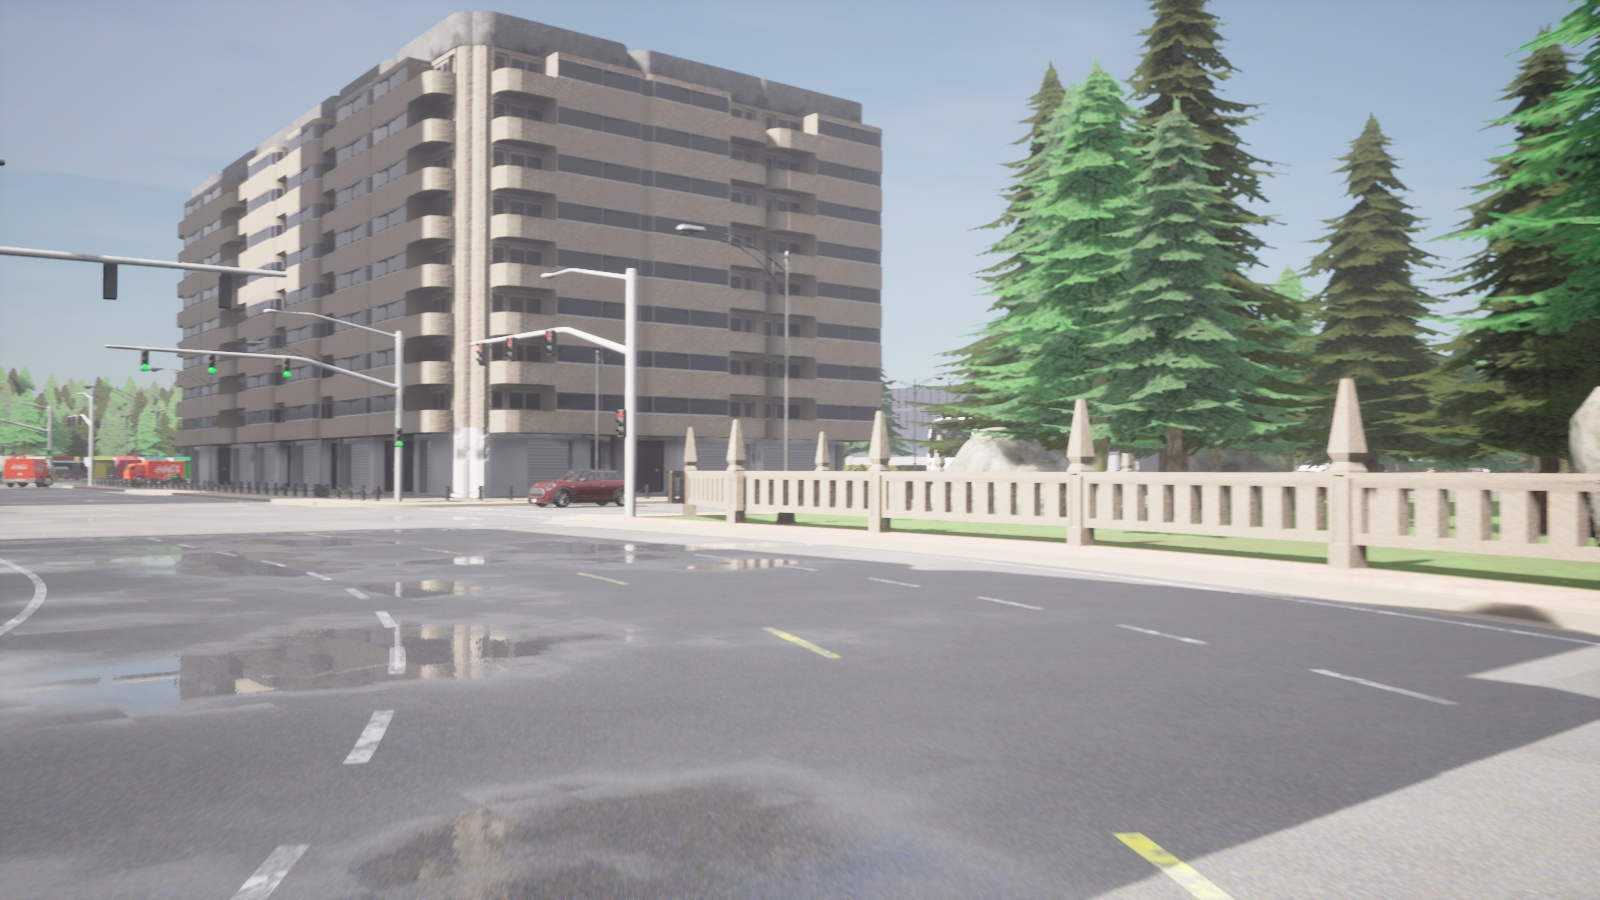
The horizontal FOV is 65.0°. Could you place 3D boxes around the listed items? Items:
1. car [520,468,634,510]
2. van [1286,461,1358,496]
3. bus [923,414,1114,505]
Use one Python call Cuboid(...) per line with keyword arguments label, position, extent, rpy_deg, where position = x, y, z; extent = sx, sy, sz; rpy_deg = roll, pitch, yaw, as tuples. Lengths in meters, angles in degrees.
Cuboid(label="car", position=(-9.840, 1.710, 55.571), extent=(4.553, 1.767, 2.097), rpy_deg=(0, -1, -39))
Cuboid(label="van", position=(31.447, 1.698, 75.585), extent=(4.480, 2.038, 2.069), rpy_deg=(0, -1, -39))
Cuboid(label="bus", position=(11.246, 0.505, 63.812), extent=(10.273, 4.253, 3.944), rpy_deg=(1, -1, -41))
